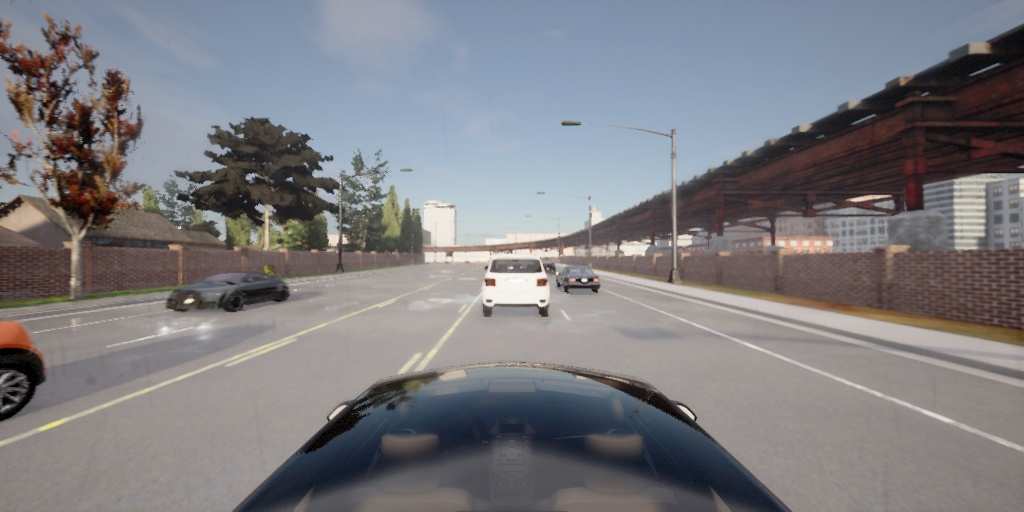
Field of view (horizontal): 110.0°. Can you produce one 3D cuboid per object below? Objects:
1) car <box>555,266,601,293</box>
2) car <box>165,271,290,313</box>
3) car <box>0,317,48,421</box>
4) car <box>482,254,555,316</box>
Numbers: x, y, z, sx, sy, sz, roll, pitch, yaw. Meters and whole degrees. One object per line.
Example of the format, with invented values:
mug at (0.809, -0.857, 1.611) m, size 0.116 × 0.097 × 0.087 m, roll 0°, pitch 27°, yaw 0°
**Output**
car at (3.651, 1.257, 20.557) m, size 2.033 × 1.411 × 5.357 m, roll 0°, pitch 0°, yaw 0°
car at (-10.565, 1.275, 13.729) m, size 1.994 × 1.385 × 4.181 m, roll 0°, pitch 0°, yaw 0°
car at (-7.103, 1.092, 2.626) m, size 2.097 × 1.767 × 4.553 m, roll 0°, pitch 0°, yaw 0°
car at (0.130, 0.945, 13.354) m, size 2.150 × 2.045 × 5.566 m, roll 0°, pitch 0°, yaw 0°
